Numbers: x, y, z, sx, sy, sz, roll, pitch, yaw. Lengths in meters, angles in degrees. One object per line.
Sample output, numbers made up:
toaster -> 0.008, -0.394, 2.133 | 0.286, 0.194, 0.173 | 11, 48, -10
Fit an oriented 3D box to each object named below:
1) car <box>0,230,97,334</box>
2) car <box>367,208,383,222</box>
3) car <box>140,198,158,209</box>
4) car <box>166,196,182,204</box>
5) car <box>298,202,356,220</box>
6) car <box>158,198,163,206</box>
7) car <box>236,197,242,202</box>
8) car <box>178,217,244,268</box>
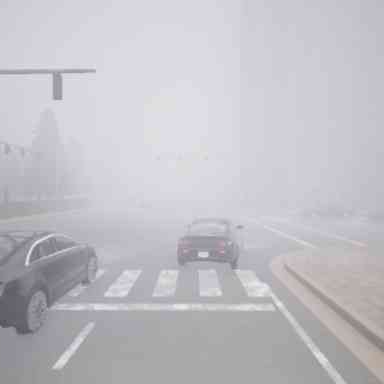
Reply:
car -> -3.385, 1.521, 6.770 | 2.128, 1.511, 4.902 | 0, 0, 0
car -> 16.433, 1.679, 26.288 | 4.892, 1.490, 1.837 | 0, 0, 0
car -> -6.823, 1.727, 51.051 | 1.837, 1.490, 4.892 | 0, 0, 1
car -> -3.893, 1.664, 70.790 | 2.097, 1.767, 4.553 | 0, 0, 21
car -> 11.997, 1.693, 29.775 | 4.892, 1.490, 1.837 | 0, 0, 1
car -> -6.513, 1.830, 60.988 | 1.994, 1.385, 4.181 | 0, 0, 5
car -> 13.307, 1.894, 84.017 | 4.674, 1.442, 1.812 | 0, 0, -24
car -> 0.751, 1.577, 11.500 | 1.812, 1.442, 4.674 | 0, 0, 11
